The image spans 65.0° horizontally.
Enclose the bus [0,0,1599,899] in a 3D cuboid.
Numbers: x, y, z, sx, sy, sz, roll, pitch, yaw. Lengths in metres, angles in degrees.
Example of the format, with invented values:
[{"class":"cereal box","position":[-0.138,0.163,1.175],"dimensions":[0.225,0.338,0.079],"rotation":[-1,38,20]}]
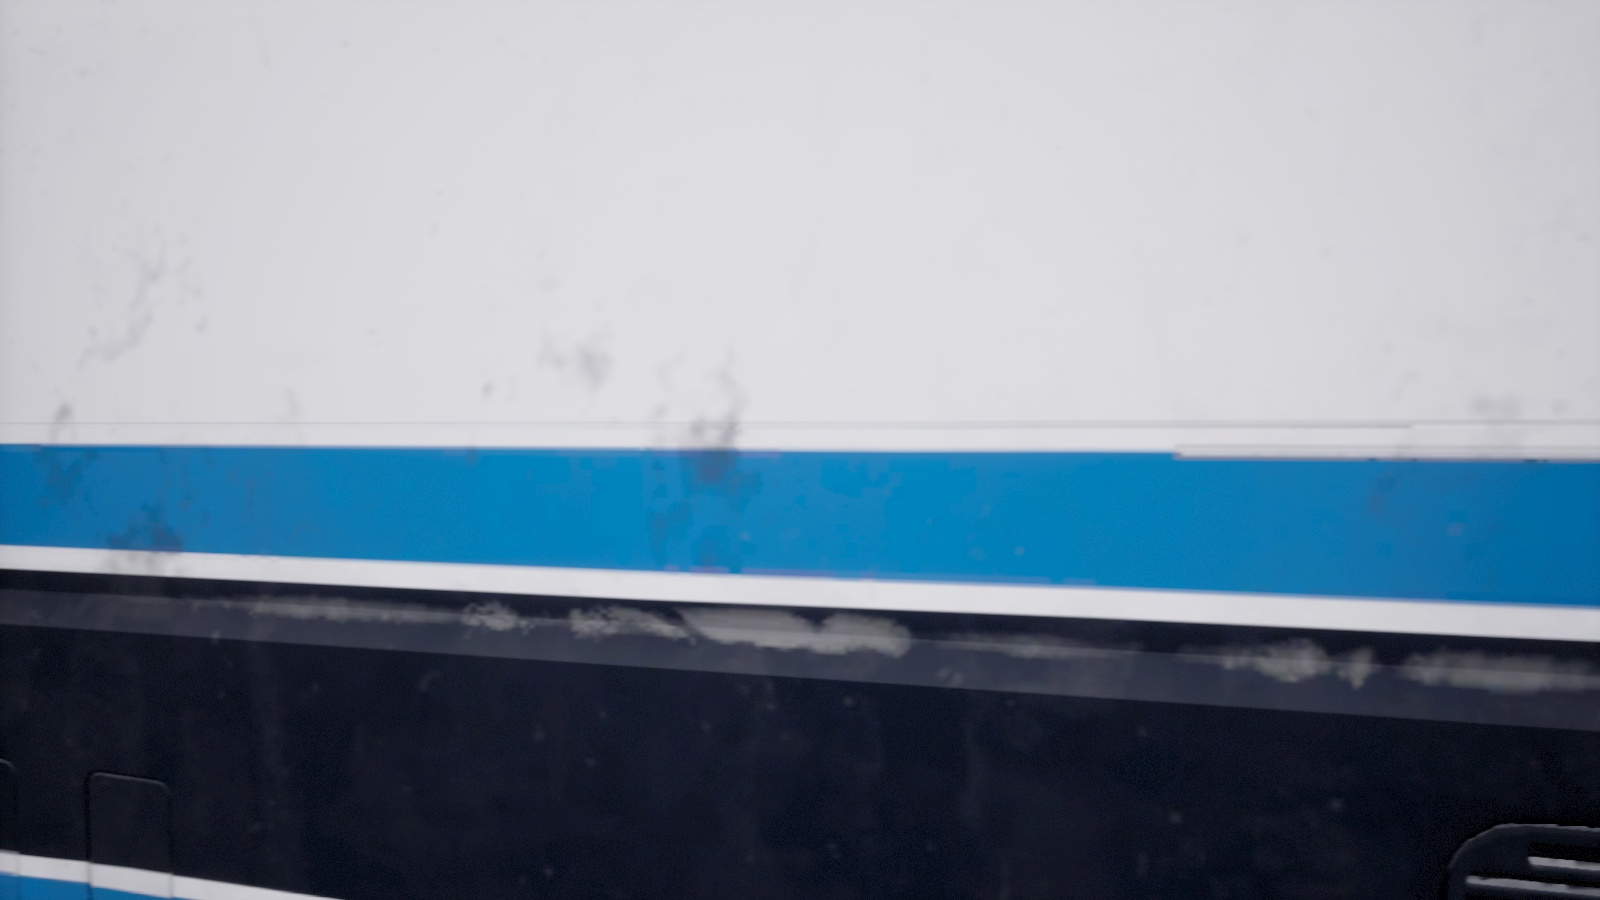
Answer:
[{"class":"bus","position":[0.966,-0.592,2.848],"dimensions":[10.273,4.253,3.944],"rotation":[1,1,19]}]
